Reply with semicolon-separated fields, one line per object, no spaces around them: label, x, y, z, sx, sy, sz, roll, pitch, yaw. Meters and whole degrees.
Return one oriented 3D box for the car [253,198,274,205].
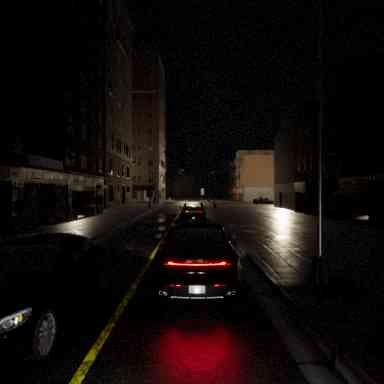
car;13.224;1.694;60.627;4.313;1.339;1.947;0;-1;0

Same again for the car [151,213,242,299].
car;0.102;1.505;8.404;1.837;1.490;4.892;0;0;0

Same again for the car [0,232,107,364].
car;-2.850;1.526;6.034;1.812;1.442;4.674;0;0;0

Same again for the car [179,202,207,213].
car;0.101;1.492;24.184;2.128;1.511;4.902;0;0;0
